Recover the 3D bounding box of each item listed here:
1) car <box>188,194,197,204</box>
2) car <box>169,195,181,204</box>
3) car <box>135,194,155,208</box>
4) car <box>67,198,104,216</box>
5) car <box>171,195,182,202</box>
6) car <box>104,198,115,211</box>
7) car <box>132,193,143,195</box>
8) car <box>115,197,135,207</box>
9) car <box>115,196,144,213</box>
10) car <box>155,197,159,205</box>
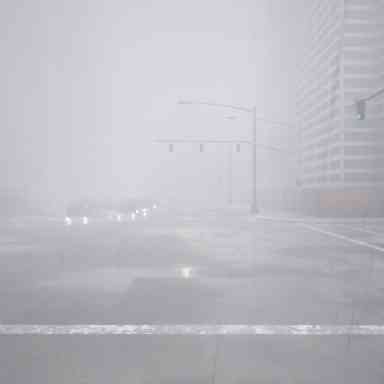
[{"bbox_3d":[0.093,1.547,64.122,2.033,1.411,5.357,0,0,0],"label":"car"},{"bbox_3d":[-3.407,1.491,64.127,2.128,1.511,4.902,0,0,0],"label":"car"},{"bbox_3d":[-7.027,1.491,48.218,2.128,1.511,4.902,0,0,0],"label":"car"},{"bbox_3d":[-10.590,1.352,32.752,2.097,1.767,4.553,0,0,1],"label":"car"},{"bbox_3d":[-3.392,1.354,74.412,2.128,1.511,4.902,0,0,0],"label":"car"},{"bbox_3d":[-10.537,1.478,41.884,1.882,1.535,5.008,0,0,0],"label":"car"},{"bbox_3d":[-10.438,1.477,65.232,1.882,1.535,5.008,0,0,1],"label":"car"},{"bbox_3d":[-10.520,1.547,52.521,2.033,1.411,5.357,0,0,0],"label":"car"},{"bbox_3d":[-7.045,1.505,37.868,1.837,1.490,4.892,0,0,0],"label":"car"},{"bbox_3d":[-6.995,1.601,58.542,1.895,1.301,4.718,0,0,0],"label":"car"}]
